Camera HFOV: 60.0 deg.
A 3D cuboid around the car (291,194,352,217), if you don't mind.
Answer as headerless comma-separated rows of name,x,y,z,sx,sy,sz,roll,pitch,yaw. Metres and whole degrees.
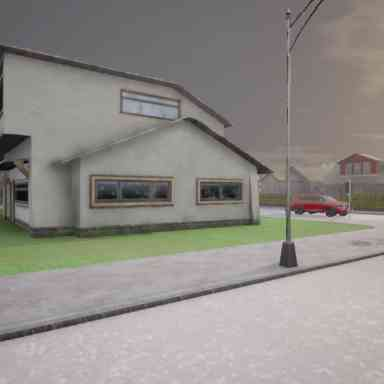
car,11.983,1.220,31.139,2.150,2.045,5.566,0,0,-35
